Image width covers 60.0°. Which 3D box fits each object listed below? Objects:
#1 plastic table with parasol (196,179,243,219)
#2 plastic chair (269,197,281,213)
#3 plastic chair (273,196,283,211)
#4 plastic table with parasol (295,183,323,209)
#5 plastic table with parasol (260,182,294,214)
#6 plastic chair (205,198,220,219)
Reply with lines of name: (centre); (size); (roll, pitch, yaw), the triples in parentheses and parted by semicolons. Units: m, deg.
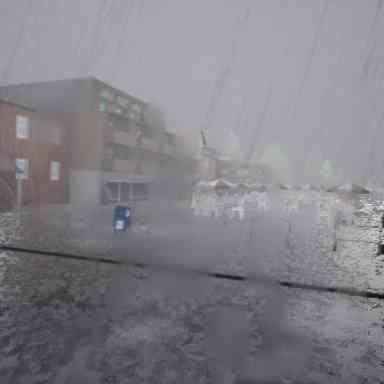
plastic table with parasol: (1.867, 0.402, 22.295); (2.482, 2.480, 2.482); (2, 2, 20)
plastic chair: (6.658, 1.039, 26.688); (0.750, 1.271, 0.730); (2, 2, 20)
plastic chair: (7.497, 1.007, 28.936); (0.750, 1.271, 0.730); (2, 2, 20)
plastic table with parasol: (12.019, 0.407, 34.084); (2.482, 2.480, 2.482); (2, 2, 20)
plastic table with parasol: (7.142, 0.421, 27.779); (2.482, 2.480, 2.482); (2, 2, 20)
plastic chair: (1.311, 1.018, 21.209); (0.750, 1.271, 0.730); (2, 2, 20)
